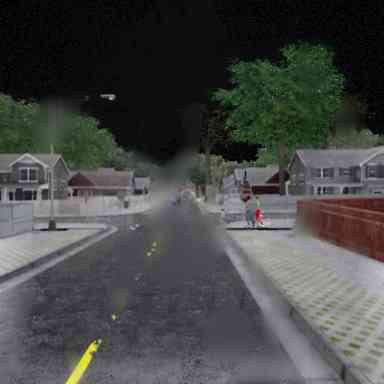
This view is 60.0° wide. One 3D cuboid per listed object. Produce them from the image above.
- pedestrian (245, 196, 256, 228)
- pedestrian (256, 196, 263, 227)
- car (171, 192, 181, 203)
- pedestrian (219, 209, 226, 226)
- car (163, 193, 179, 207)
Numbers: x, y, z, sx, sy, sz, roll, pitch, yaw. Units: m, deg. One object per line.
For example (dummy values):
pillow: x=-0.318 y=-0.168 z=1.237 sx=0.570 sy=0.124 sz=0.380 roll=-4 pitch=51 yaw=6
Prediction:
pedestrian: x=3.336 y=1.111 z=19.136 sx=0.375 sy=1.860 sz=0.375 roll=0 pitch=0 yaw=-1
pedestrian: x=3.869 y=1.112 z=19.742 sx=0.375 sy=1.860 sz=0.375 roll=0 pitch=0 yaw=-1
car: x=-3.380 y=1.106 z=65.552 sx=2.150 sy=2.045 sz=5.566 roll=0 pitch=0 yaw=0
pedestrian: x=1.885 y=1.484 z=20.325 sx=0.500 sy=1.100 sz=0.500 roll=0 pitch=0 yaw=-1
car: x=-3.290 y=1.393 z=49.978 sx=1.882 sy=1.535 sz=5.008 roll=0 pitch=0 yaw=0
